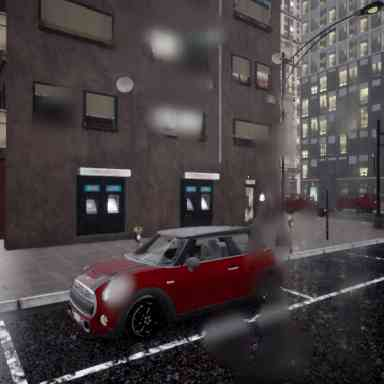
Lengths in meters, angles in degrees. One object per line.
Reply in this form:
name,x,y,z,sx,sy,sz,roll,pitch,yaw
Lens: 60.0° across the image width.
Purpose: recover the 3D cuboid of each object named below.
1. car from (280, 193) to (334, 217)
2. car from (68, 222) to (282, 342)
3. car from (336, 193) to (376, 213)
car,8.680,1.010,27.326,2.192,1.841,5.009,2,0,-36
car,-0.197,1.440,6.415,4.097,1.590,1.967,0,0,-35
car,15.424,1.030,32.300,2.192,1.841,5.009,1,0,-36
